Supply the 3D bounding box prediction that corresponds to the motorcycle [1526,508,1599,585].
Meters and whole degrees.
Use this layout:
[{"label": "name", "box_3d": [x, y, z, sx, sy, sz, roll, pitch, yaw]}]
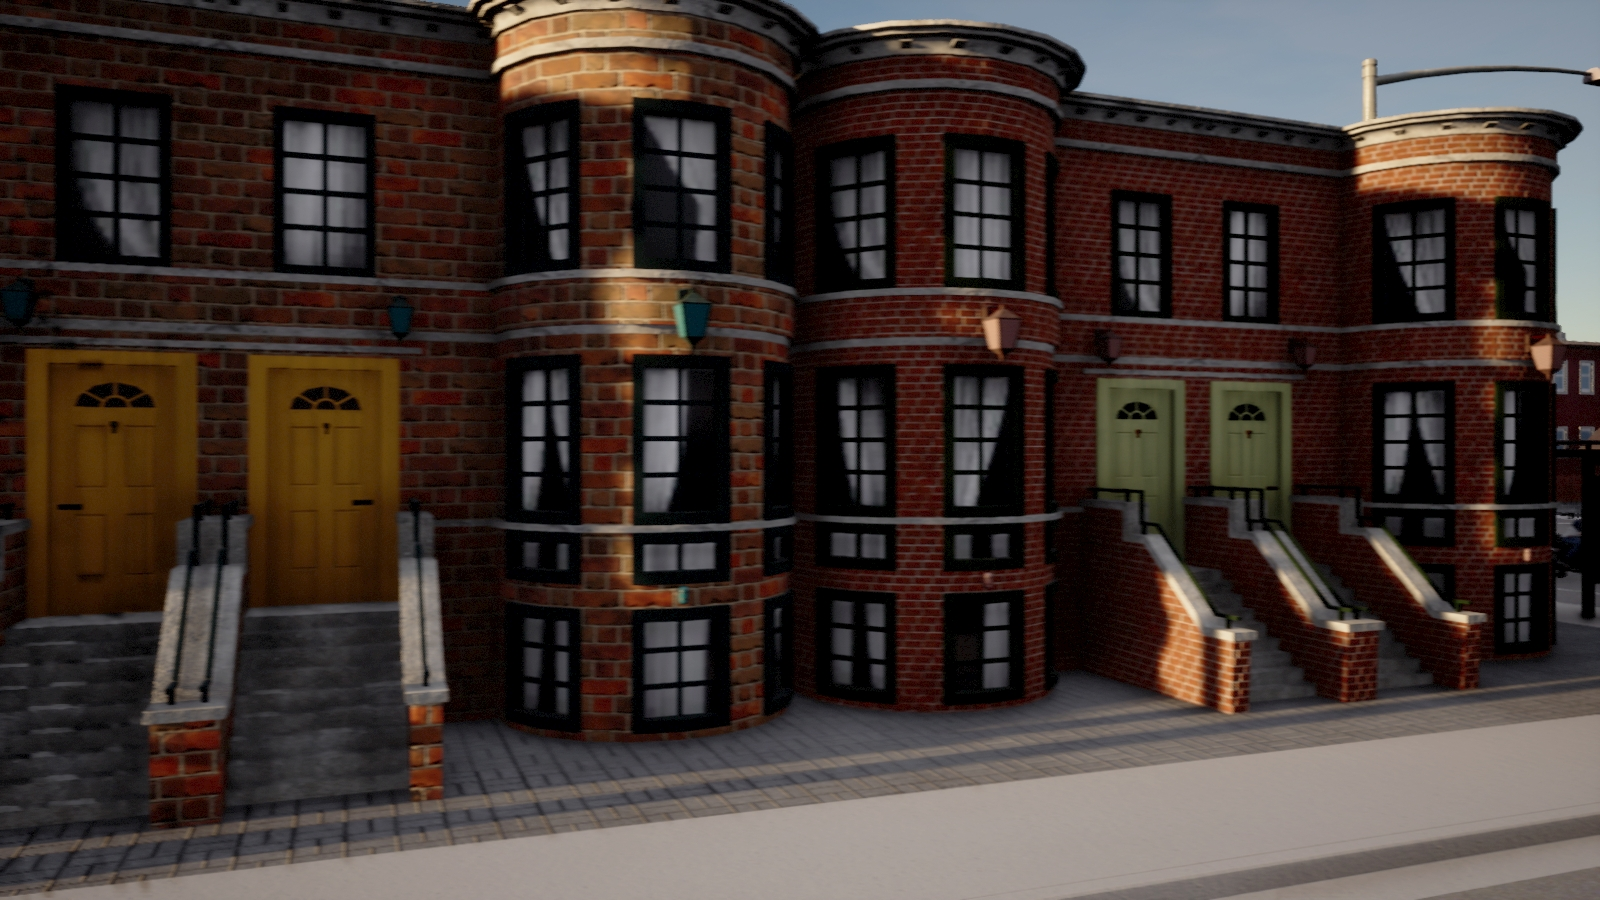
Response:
[{"label": "motorcycle", "box_3d": [16.634, 2.032, 24.204, 0.803, 1.505, 2.033, 0, 0, -20]}]
